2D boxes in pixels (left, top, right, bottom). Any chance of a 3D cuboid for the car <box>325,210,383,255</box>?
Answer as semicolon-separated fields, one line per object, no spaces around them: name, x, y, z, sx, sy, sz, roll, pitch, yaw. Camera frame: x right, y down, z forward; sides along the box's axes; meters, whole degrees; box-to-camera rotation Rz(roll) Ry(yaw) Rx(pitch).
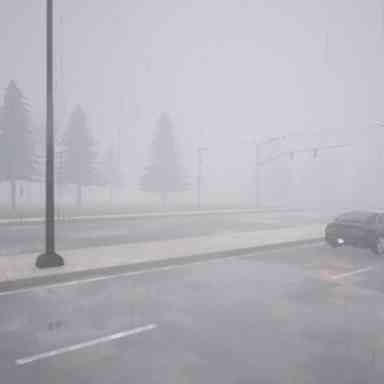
car;7.315;1.483;13.322;4.892;1.490;1.837;-1;0;-35
